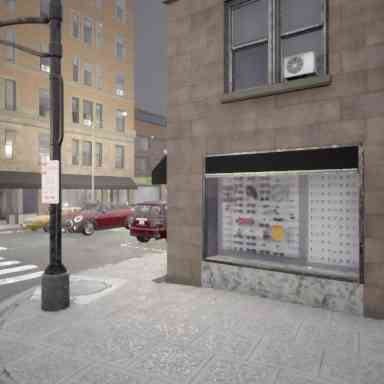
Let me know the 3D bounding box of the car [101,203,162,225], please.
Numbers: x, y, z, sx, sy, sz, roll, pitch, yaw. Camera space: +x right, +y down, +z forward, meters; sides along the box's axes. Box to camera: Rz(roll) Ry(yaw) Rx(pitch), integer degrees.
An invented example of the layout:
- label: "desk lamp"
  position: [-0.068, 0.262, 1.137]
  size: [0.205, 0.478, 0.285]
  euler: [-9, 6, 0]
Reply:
- label: "car"
  position: [-4.406, 1.547, 24.836]
  size: [1.947, 1.339, 4.313]
  euler: [0, 0, 35]

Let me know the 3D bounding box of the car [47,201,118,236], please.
- label: "car"
  position: [-5.298, 1.344, 18.730]
  size: [2.097, 1.767, 4.553]
  euler: [0, 0, 35]

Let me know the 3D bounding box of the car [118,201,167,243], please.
- label: "car"
  position: [-0.657, 1.305, 15.300]
  size: [2.192, 1.841, 5.009]
  euler: [0, 0, 35]

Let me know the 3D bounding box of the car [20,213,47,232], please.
- label: "car"
  position: [-7.735, 1.519, 20.055]
  size: [1.752, 1.417, 4.829]
  euler: [0, 0, 35]

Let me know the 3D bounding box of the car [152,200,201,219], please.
- label: "car"
  position: [-1.272, 1.495, 29.337]
  size: [1.752, 1.417, 4.829]
  euler: [0, 0, 35]
